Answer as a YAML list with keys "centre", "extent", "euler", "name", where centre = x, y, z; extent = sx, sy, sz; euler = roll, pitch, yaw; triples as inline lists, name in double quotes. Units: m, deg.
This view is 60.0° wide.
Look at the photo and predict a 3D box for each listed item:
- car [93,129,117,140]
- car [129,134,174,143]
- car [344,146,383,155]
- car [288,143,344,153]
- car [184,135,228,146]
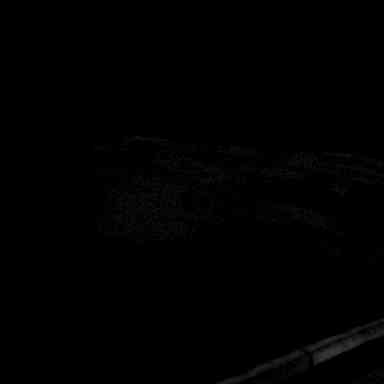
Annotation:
- centre: [-9.743, -5.536, 33.606]
  extent: [4.553, 1.767, 2.185]
  euler: [3, -1, -1]
  name: "car"
- centre: [-4.086, -5.064, 33.740]
  extent: [4.674, 1.452, 2.002]
  euler: [3, -1, -1]
  name: "car"
- centre: [17.832, -3.900, 34.276]
  extent: [4.892, 1.521, 2.231]
  euler: [3, -1, -2]
  name: "car"
- centre: [12.322, -4.212, 34.135]
  extent: [4.892, 1.521, 2.231]
  euler: [3, -1, -1]
  name: "car"
- centre: [1.407, -4.933, 33.874]
  extent: [4.553, 1.767, 2.185]
  euler: [3, -1, -1]
  name: "car"
